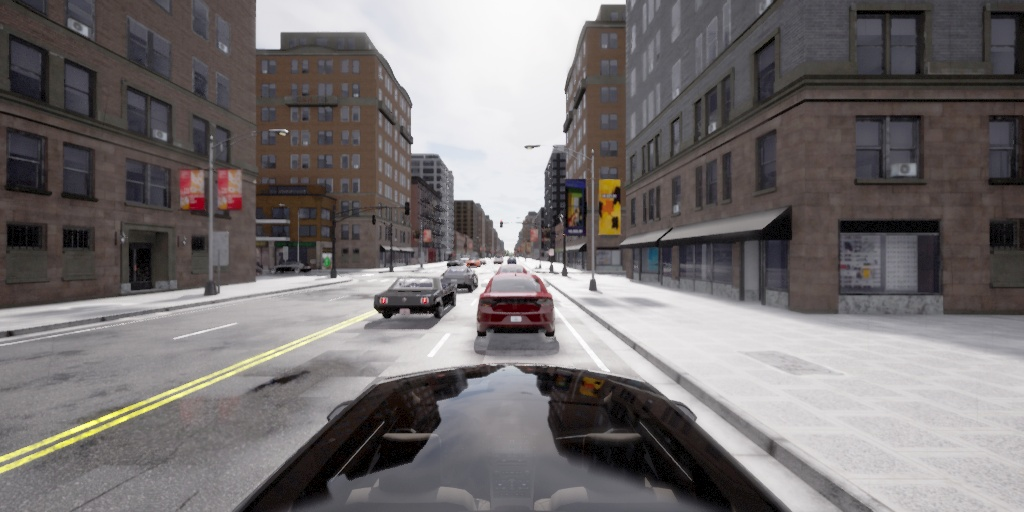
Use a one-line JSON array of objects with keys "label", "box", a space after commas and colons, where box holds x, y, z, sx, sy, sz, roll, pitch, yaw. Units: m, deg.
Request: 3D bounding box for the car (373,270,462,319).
[{"label": "car", "box": [-3.153, 1.346, 12.785, 1.895, 1.301, 4.718, 0, 0, 0]}]

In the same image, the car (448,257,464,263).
[{"label": "car", "box": [-9.835, 1.316, 60.501, 1.895, 1.301, 4.718, 0, 0, 0]}]

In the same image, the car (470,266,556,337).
[{"label": "car", "box": [0.099, 1.224, 10.310, 1.882, 1.535, 5.008, 0, 0, 0]}]

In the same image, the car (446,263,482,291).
[{"label": "car", "box": [-3.156, 1.305, 21.542, 1.994, 1.385, 4.181, 0, 0, 0]}]

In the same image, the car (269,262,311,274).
[{"label": "car", "box": [-25.385, 1.309, 41.154, 4.313, 1.339, 1.948, 0, 0, 0]}]

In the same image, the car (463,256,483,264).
[{"label": "car", "box": [-6.585, 1.067, 60.964, 2.097, 1.767, 4.553, 0, 0, 0]}]

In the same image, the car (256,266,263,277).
[{"label": "car", "box": [-25.424, 1.156, 33.129, 4.097, 1.591, 1.967, 0, 0, 0]}]

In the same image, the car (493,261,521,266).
[{"label": "car", "box": [-0.004, 1.219, 19.881, 1.882, 1.535, 5.008, 0, 0, 0]}]
